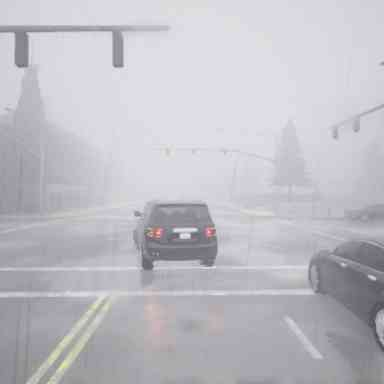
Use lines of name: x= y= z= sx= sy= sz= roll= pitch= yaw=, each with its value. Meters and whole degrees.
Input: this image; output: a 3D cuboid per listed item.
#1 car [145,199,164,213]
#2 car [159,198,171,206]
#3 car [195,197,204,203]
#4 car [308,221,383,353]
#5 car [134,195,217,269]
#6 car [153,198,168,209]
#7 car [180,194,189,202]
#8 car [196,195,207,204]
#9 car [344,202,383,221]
car: x=-4.539 y=1.653 z=40.611 sx=1.812 sy=1.442 sz=4.674 roll=0 pitch=0 yaw=-1
car: x=-4.834 y=1.751 z=59.883 sx=1.994 sy=1.385 sz=4.181 roll=0 pitch=0 yaw=-1
car: x=1.785 y=1.797 z=79.009 sx=1.994 sy=1.385 sz=4.181 roll=0 pitch=0 yaw=-1
car: x=3.602 y=1.522 z=5.932 sx=1.837 sy=1.490 sz=4.892 roll=0 pitch=-1 yaw=2
car: x=-0.762 y=1.261 z=11.545 sx=2.150 sy=2.045 sz=5.566 roll=1 pitch=0 yaw=-12
car: x=-4.700 y=1.634 z=50.002 sx=1.882 sy=1.535 sz=5.008 roll=0 pitch=0 yaw=-1
car: x=-1.718 y=1.385 z=79.107 sx=2.150 sy=2.045 sz=5.566 roll=0 pitch=0 yaw=-1
car: x=1.983 y=1.569 z=69.102 sx=2.097 sy=1.767 sz=4.553 roll=0 pitch=0 yaw=-1
car: x=14.541 y=1.582 z=26.154 sx=4.892 sy=1.490 sz=1.837 roll=0 pitch=0 yaw=-1
